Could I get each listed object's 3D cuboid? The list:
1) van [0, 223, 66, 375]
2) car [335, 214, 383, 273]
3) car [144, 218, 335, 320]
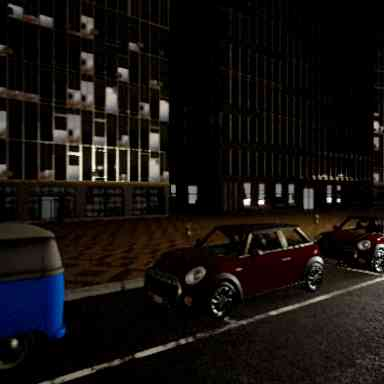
[{"bbox_3d":[-3.614,1.341,3.981,3.998,1.788,1.690,0,0,-36],"label":"van"},{"bbox_3d":[5.614,1.440,10.565,4.097,1.590,1.967,0,0,-36],"label":"car"},{"bbox_3d":[1.000,1.441,7.273,4.097,1.590,1.967,0,0,-36],"label":"car"}]
